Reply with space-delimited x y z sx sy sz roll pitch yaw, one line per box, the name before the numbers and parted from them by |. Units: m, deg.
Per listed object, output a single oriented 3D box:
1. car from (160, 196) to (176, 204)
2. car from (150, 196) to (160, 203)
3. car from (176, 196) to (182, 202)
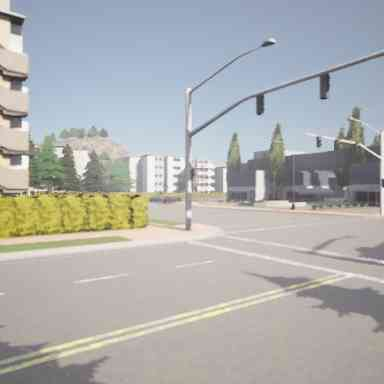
car | -4.504 1.513 63.418 1.837 1.490 4.892 0 0 -1
car | -7.666 1.533 71.103 1.812 1.442 4.674 0 0 10
car | -3.575 1.562 73.409 1.994 1.385 4.181 0 0 17
